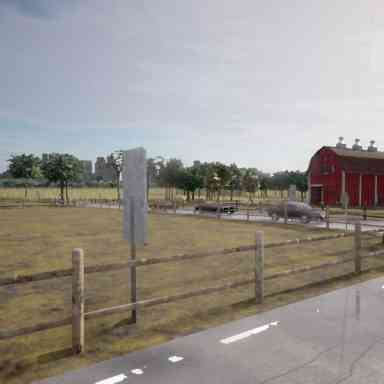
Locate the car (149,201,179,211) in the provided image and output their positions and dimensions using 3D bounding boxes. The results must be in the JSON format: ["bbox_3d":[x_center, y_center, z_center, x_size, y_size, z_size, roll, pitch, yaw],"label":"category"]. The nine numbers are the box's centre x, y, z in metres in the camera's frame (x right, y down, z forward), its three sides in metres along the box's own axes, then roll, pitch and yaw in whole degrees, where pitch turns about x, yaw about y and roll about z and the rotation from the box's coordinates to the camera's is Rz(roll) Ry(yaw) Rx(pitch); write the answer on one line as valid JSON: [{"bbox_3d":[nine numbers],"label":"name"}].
[{"bbox_3d":[-3.617,1.762,42.847,1.895,1.301,4.718,-1,0,-35],"label":"car"}]

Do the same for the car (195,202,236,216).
[{"bbox_3d":[2.357,1.698,34.386,1.895,1.301,4.718,-1,0,-35],"label":"car"}]

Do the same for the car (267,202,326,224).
[{"bbox_3d":[8.167,1.575,26.166,1.837,1.490,4.892,-1,0,-35],"label":"car"}]
